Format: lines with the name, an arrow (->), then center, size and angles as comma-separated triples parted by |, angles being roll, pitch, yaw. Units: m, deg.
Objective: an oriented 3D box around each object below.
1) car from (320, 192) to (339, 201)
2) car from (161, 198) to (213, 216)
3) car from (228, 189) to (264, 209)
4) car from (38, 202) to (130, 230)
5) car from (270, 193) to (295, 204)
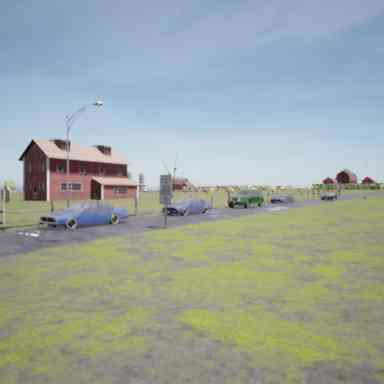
car -> 22.703, 0.727, 54.692 | 1.895, 1.301, 4.718 | 1, 1, 36
car -> -0.247, 1.178, 28.170 | 2.033, 1.411, 5.357 | 1, 1, 36
car -> 6.077, 0.692, 36.837 | 2.150, 2.045, 5.566 | 1, 1, 36
car -> -6.246, 1.326, 19.989 | 2.033, 1.411, 5.357 | 1, 1, 37
car -> 12.506, 0.853, 45.591 | 2.033, 1.411, 5.357 | 1, 1, 37
